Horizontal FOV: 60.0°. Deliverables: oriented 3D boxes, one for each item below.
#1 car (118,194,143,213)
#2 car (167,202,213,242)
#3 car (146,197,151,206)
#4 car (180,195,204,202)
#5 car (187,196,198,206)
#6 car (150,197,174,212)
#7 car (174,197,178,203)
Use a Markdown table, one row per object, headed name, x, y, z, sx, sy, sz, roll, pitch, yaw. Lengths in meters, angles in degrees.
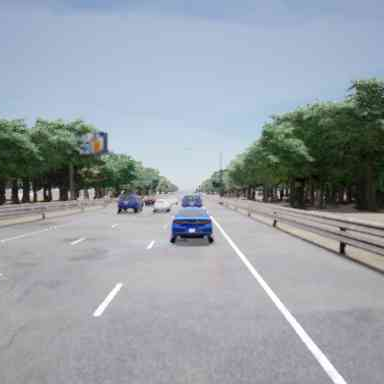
| name | x | y | z | sx | sy | sz | roll | pitch | yaw |
| --- | --- | --- | --- | --- | --- | --- | --- | --- | --- |
| car | -6.991 | 1.292 | 38.091 | 2.150 | 2.045 | 5.566 | 0 | 0 | 0 |
| car | 0.003 | 1.495 | 16.553 | 1.882 | 1.535 | 5.008 | 0 | 0 | 0 |
| car | -6.924 | 1.582 | 58.316 | 1.882 | 1.535 | 5.008 | 0 | 0 | 0 |
| car | 0.001 | 1.287 | 32.870 | 2.150 | 2.045 | 5.566 | 0 | 0 | 0 |
| car | 0.078 | 1.581 | 58.537 | 1.882 | 1.535 | 5.008 | 0 | 0 | 0 |
| car | -3.481 | 1.596 | 39.387 | 1.812 | 1.442 | 4.674 | 0 | 0 | 0 |
| car | -3.418 | 1.630 | 59.069 | 1.812 | 1.442 | 4.674 | 0 | 0 | 0 |
